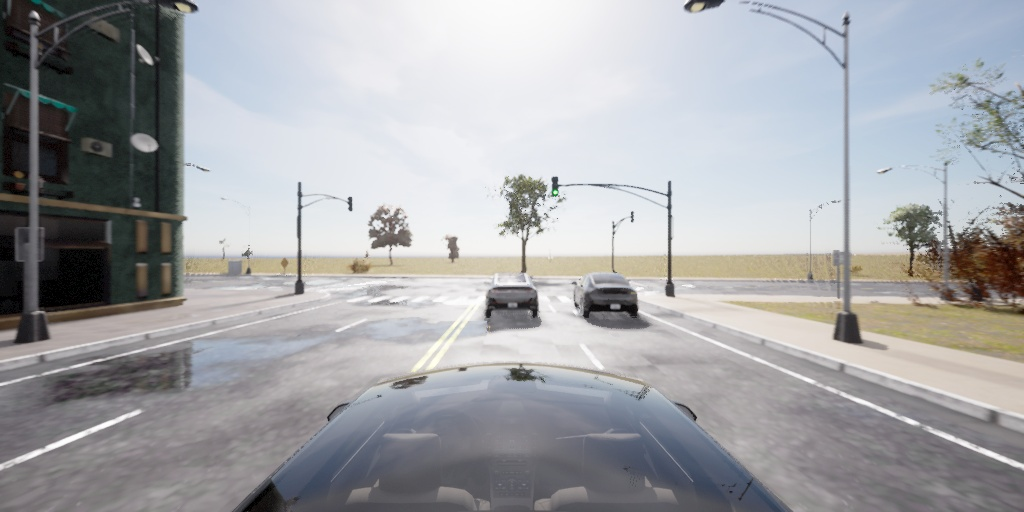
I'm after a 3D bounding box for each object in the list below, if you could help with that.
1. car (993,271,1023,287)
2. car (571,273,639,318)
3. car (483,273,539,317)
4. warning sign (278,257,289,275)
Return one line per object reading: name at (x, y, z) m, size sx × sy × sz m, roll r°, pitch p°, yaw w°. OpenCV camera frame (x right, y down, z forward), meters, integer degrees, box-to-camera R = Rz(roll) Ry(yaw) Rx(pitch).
car at (46.240, 2.050, 32.335) m, size 4.181 × 1.385 × 1.994 m, roll 1°, pitch 0°, yaw 2°
car at (3.455, 1.394, 13.803) m, size 1.837 × 1.490 × 4.892 m, roll 0°, pitch -1°, yaw 4°
car at (-0.073, 1.381, 13.809) m, size 2.128 × 1.511 × 4.902 m, roll 0°, pitch -1°, yaw -2°
warning sign at (-23.448, 1.002, 36.944) m, size 1.060 × 1.860 × 1.300 m, roll 0°, pitch 0°, yaw 1°
